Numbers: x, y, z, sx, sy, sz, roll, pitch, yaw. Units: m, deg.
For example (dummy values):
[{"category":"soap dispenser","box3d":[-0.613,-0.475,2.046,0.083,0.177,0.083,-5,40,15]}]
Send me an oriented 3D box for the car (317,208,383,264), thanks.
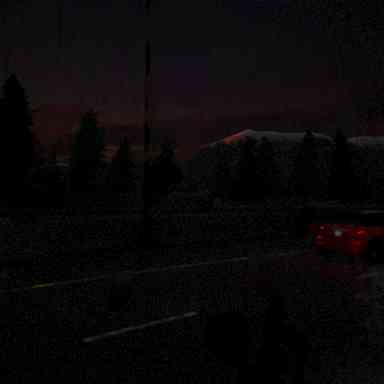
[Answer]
[{"category":"car","box3d":[6.871,1.449,12.273,4.553,1.767,2.097,1,0,-27]}]
